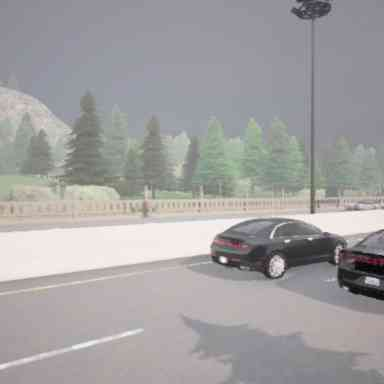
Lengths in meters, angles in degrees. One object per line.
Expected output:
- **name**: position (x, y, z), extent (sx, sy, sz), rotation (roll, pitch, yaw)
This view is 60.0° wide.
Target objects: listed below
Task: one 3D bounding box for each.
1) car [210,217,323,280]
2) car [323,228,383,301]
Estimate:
- **car**: position (2.796, 1.525, 10.064), extent (4.892, 1.490, 1.837), rotation (0, 0, -35)
- **car**: position (5.360, 1.500, 7.599), extent (5.008, 1.535, 1.882), rotation (0, 0, -35)
